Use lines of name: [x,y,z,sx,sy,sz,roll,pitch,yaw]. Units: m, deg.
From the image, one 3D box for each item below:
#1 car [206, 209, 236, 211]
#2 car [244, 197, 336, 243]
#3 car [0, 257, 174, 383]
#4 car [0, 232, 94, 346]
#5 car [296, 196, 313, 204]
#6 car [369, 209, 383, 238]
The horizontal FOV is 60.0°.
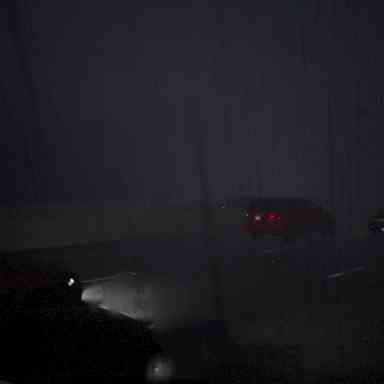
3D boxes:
car: [3.831,1.301,29.894,5.566,2.045,2.150,0,0,-43]
car: [5.020,1.268,16.708,5.566,2.045,2.150,0,0,-40]
car: [-2.389,1.495,2.144,4.902,1.511,2.128,0,0,-35]
car: [-3.965,1.575,5.319,4.181,1.385,1.994,0,0,-35]
car: [23.345,1.711,68.788,2.128,1.511,4.902,0,0,34]
car: [10.818,1.544,17.124,4.902,1.511,2.128,0,0,-41]
